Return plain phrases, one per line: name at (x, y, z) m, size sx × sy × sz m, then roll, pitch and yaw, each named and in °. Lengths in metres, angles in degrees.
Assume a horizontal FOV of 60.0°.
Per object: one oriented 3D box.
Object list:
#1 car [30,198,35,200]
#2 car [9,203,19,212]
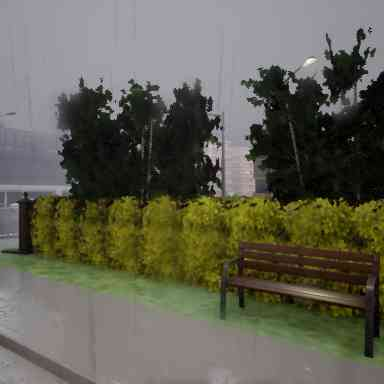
car at (-15.847, 1.515, 36.090) m, size 1.994 × 1.385 × 4.181 m, roll 0°, pitch 0°, yaw 35°
car at (-18.568, 1.477, 38.326) m, size 1.812 × 1.442 × 4.674 m, roll 0°, pitch 0°, yaw 33°
